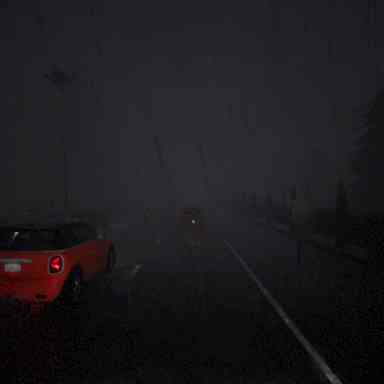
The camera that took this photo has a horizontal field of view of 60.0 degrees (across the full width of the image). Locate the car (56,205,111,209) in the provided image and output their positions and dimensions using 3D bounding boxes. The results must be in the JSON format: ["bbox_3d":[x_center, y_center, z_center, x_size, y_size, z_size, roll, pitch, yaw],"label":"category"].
[{"bbox_3d":[-6.901,1.842,22.210,2.128,1.511,4.902,0,-1,0],"label":"car"}]

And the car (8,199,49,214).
[{"bbox_3d":[-17.523,1.788,36.011,2.150,2.045,5.566,0,-1,0],"label":"car"}]

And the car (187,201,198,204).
[{"bbox_3d":[0.096,2.095,47.457,2.097,1.767,4.553,0,-1,0],"label":"car"}]

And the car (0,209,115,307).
[{"bbox_3d":[-3.400,1.490,8.449,2.097,1.767,4.553,0,-1,0],"label":"car"}]

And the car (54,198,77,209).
[{"bbox_3d":[-21.004,2.093,55.422,2.150,2.045,5.566,0,0,0],"label":"car"}]

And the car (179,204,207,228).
[{"bbox_3d":[0.099,1.916,26.043,1.837,1.490,4.892,0,-1,0],"label":"car"}]

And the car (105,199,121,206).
[{"bbox_3d":[-14.005,1.983,59.247,1.882,1.535,5.008,0,1,0],"label":"car"}]

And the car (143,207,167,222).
[{"bbox_3d":[-3.402,2.101,31.841,1.895,1.301,4.718,0,-1,0],"label":"car"}]
